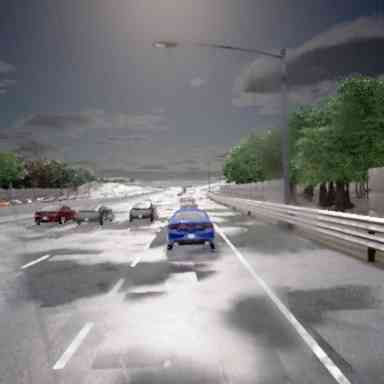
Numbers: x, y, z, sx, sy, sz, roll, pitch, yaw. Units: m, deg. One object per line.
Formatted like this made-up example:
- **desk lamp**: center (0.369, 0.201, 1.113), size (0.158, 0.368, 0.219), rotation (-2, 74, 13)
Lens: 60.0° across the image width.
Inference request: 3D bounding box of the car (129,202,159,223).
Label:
- **car**: center (-3.817, 1.581, 26.721), size (2.128, 1.511, 4.902), rotation (-1, 0, -1)

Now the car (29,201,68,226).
- **car**: center (-10.712, 1.746, 26.595), size (1.882, 1.535, 5.008), rotation (-1, 0, -1)

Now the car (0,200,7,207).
- **car**: center (-32.068, 2.157, 53.799), size (2.097, 1.767, 4.553), rotation (-1, 0, 0)

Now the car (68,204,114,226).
- **car**: center (-7.195, 1.669, 25.049), size (2.128, 1.511, 4.902), rotation (-1, 0, -1)

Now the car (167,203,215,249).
- **car**: center (-0.069, 1.476, 14.718), size (1.882, 1.535, 5.008), rotation (-1, 0, -1)

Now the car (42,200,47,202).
- **car**: center (-21.582, 2.098, 53.072), size (1.994, 1.385, 4.181), rotation (-1, 0, 0)

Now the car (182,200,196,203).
- **car**: center (-0.290, 1.540, 33.820), size (2.033, 1.411, 5.357), rotation (-1, 0, -1)

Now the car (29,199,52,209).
- **car**: center (-28.578, 2.207, 62.833), size (2.128, 1.511, 4.902), rotation (-1, 0, 0)

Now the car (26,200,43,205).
- **car**: center (-25.079, 2.116, 53.393), size (2.128, 1.511, 4.902), rotation (-1, 0, 0)
